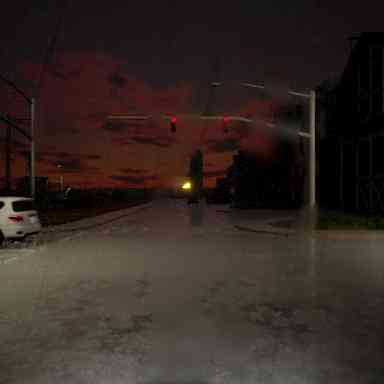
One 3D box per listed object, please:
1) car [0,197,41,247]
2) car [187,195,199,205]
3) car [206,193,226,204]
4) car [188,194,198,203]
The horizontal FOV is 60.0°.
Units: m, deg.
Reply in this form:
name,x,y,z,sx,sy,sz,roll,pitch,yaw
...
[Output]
name,x,y,z,sx,sy,sz,roll,pitch,yaw
car,-9.420,1.244,14.154,5.566,2.045,2.150,0,0,1
car,0.194,1.496,57.563,2.033,1.411,5.357,0,-1,1
car,4.321,1.144,59.865,1.905,1.878,3.866,-8,3,-42
car,0.179,1.352,67.303,2.097,1.767,4.553,0,0,0
